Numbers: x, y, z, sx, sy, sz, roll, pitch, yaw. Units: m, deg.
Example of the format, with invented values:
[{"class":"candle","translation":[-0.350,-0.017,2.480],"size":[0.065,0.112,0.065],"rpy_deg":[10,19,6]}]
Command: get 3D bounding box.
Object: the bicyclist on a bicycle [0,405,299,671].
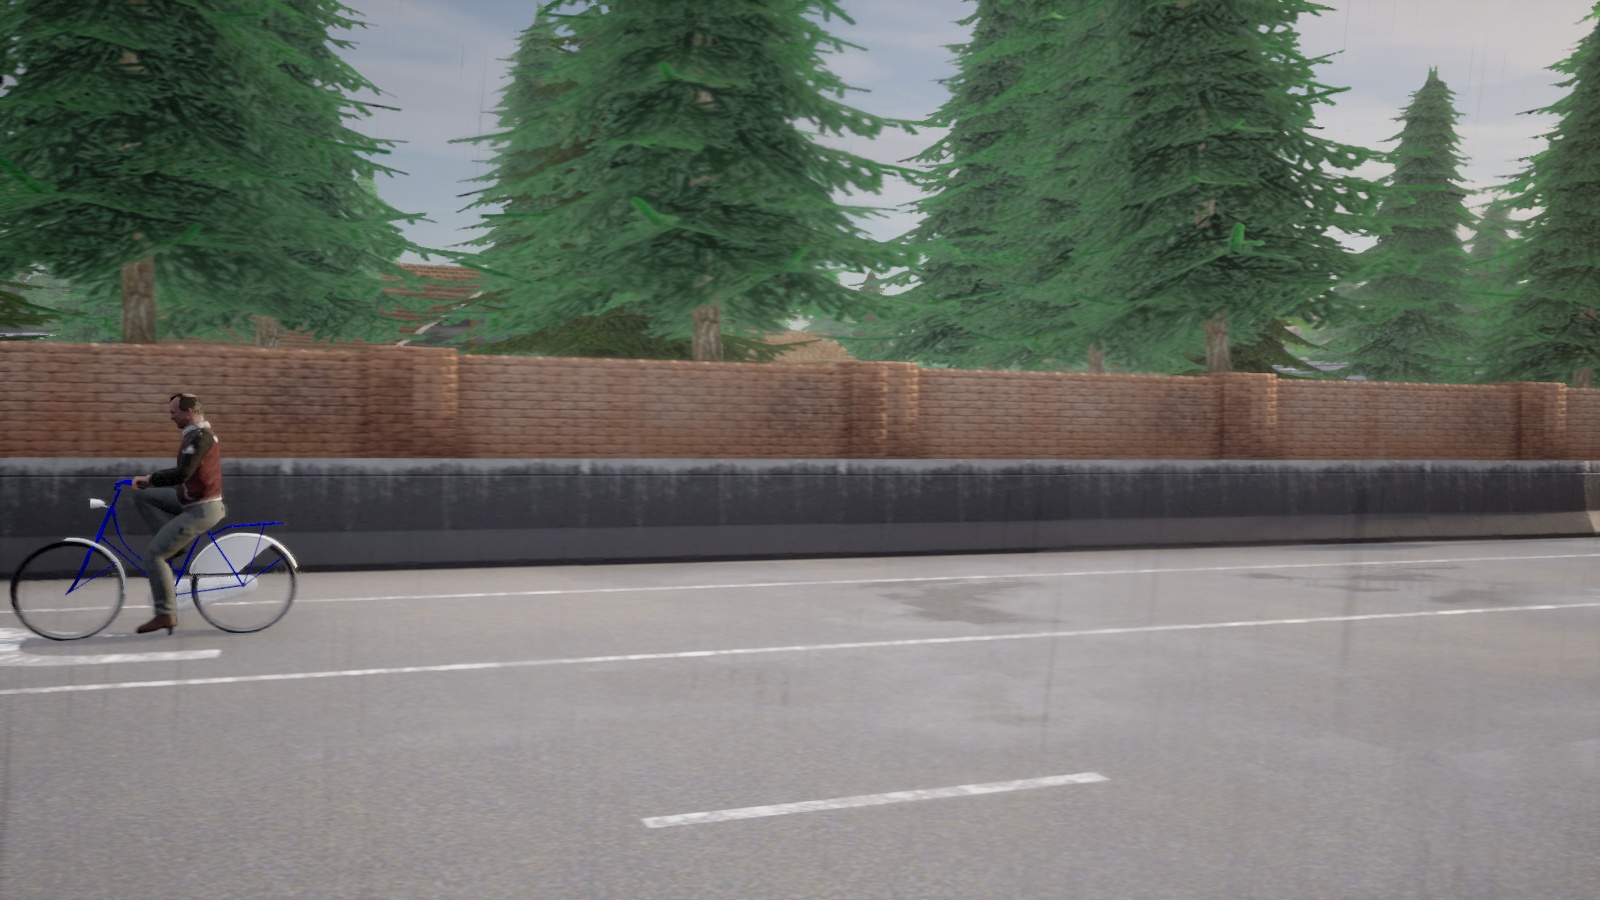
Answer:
[{"class":"bicyclist on a bicycle","translation":[-4.592,0.572,8.981],"size":[1.843,1.776,0.659],"rpy_deg":[-1,1,-21]}]
